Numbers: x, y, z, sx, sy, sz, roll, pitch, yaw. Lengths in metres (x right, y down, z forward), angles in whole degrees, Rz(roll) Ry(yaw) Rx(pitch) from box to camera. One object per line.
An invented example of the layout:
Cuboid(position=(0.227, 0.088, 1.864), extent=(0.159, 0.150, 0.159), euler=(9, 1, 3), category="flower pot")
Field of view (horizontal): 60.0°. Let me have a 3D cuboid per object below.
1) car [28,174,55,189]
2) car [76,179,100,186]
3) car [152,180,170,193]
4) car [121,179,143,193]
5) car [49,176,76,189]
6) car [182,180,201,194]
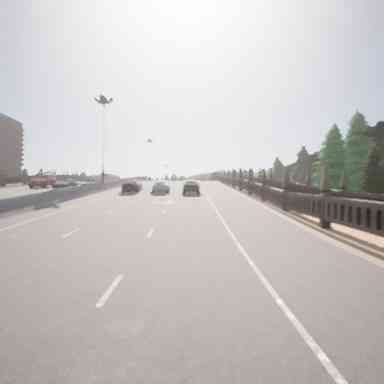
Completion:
Cuboid(position=(-21.302, -1.569, 47.623), extent=(2.150, 2.045, 5.566), euler=(0, 4, 0), category="car")
Cuboid(position=(-14.307, -1.167, 47.166), extent=(1.895, 1.301, 4.718), euler=(0, 4, 0), category="car")
Cuboid(position=(-3.593, -0.673, 39.045), extent=(1.812, 1.442, 4.674), euler=(0, 4, 0), category="car")
Cuboid(position=(-7.096, -0.761, 39.684), extent=(1.882, 1.535, 5.008), euler=(0, 4, 0), category="car")
Cuboid(position=(-17.805, -1.213, 47.150), extent=(2.033, 1.411, 5.357), euler=(0, 4, 0), category="car")
Cuboid(position=(-0.088, -0.594, 37.573), extent=(1.837, 1.490, 4.892), euler=(0, 4, 0), category="car")
